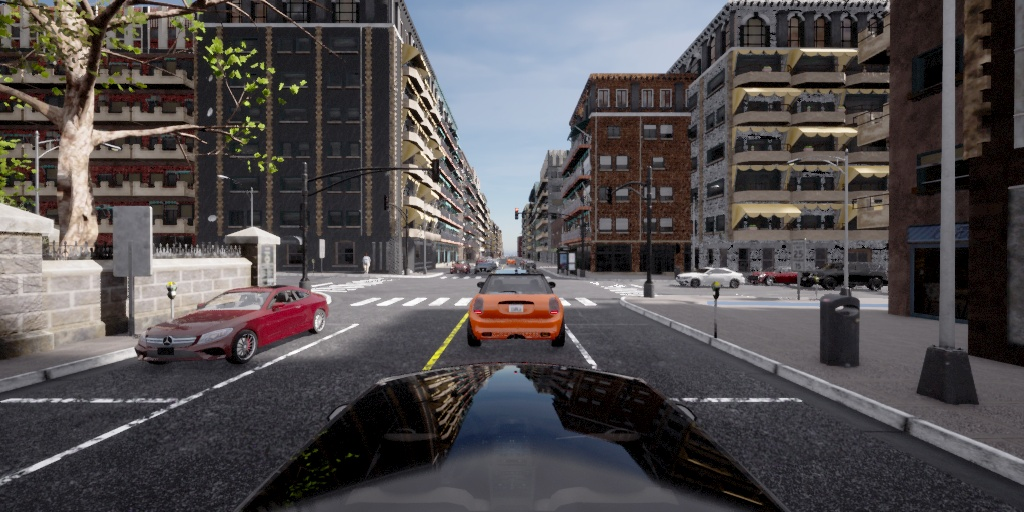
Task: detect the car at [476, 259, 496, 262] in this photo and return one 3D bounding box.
[{"bbox_3d":[-3.160,1.312,41.004,1.994,1.385,4.181,0,0,0],"label":"car"}]

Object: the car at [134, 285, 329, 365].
[{"bbox_3d":[-5.700,1.331,7.995,1.802,1.307,4.207,0,0,0],"label":"car"}]

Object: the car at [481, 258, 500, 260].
[{"bbox_3d":[-3.171,1.312,49.978,1.994,1.385,4.181,0,0,0],"label":"car"}]

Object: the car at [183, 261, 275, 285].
[{"bbox_3d":[-17.685,1.035,22.586,4.181,1.385,1.994,1,0,-1],"label":"car"}]

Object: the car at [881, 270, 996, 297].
[{"bbox_3d":[27.458,1.762,23.211,4.902,1.511,2.128,1,0,-1],"label":"car"}]

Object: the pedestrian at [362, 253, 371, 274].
[{"bbox_3d":[-12.764,0.651,31.386,0.375,1.860,0.375,0,-1,-1],"label":"pedestrian"}]

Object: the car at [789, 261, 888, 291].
[{"bbox_3d":[24.216,1.417,26.364,5.566,2.045,2.150,1,0,-1],"label":"car"}]

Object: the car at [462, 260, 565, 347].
[{"bbox_3d":[0.113,1.101,9.507,2.097,1.767,4.553,0,0,1],"label":"car"}]

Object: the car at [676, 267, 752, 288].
[{"bbox_3d":[14.474,1.549,26.234,4.674,1.442,1.812,1,0,-2],"label":"car"}]

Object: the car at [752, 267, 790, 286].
[{"bbox_3d":[21.334,1.570,28.889,4.097,1.591,1.967,0,0,-1],"label":"car"}]

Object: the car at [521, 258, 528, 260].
[{"bbox_3d":[2.605,1.298,51.692,2.007,1.370,4.403,0,0,0],"label":"car"}]

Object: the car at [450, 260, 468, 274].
[{"bbox_3d":[-5.756,1.187,40.406,1.967,1.591,4.097,0,0,0],"label":"car"}]
